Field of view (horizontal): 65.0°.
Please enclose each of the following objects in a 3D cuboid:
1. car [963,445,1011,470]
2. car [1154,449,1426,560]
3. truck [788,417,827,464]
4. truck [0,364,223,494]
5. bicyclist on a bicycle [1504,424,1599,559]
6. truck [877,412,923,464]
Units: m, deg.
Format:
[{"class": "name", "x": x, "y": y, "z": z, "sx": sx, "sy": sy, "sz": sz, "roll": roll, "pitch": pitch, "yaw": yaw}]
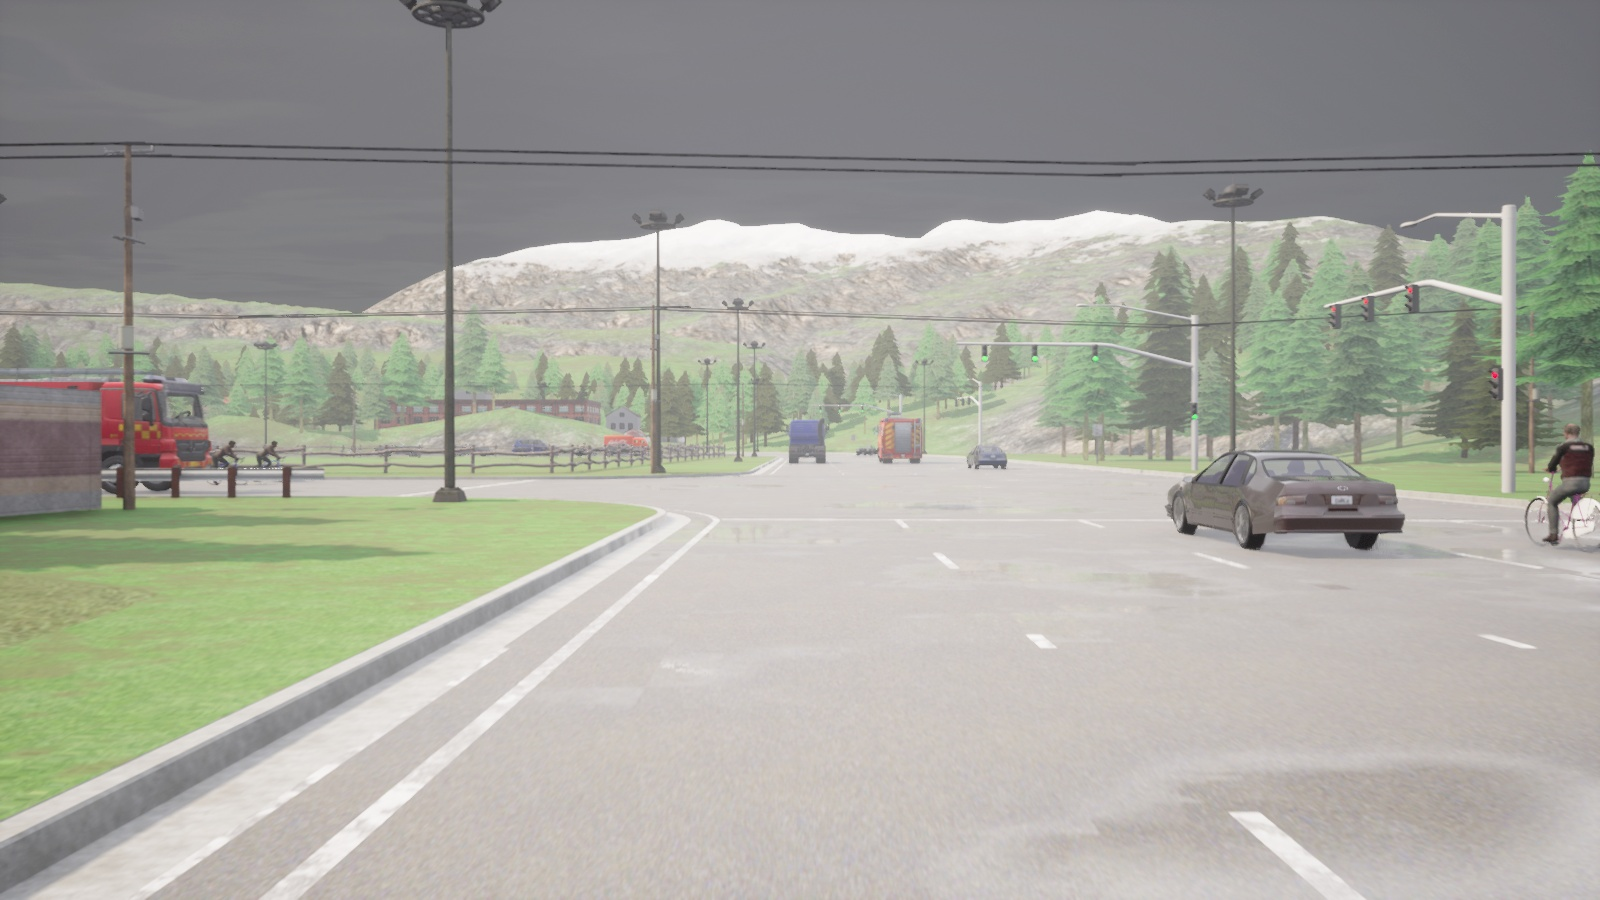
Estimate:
[{"class": "car", "x": 10.937, "y": 0.440, "z": 73.694, "sx": 2.033, "sy": 1.411, "sz": 5.357, "roll": 0, "pitch": 0, "yaw": 0}, {"class": "car", "x": 7.121, "y": 0.706, "z": 18.999, "sx": 2.033, "sy": 1.411, "sz": 5.357, "roll": 0, "pitch": 0, "yaw": 0}, {"class": "truck", "x": 0.565, "y": -0.710, "z": 96.449, "sx": 2.891, "sy": 3.462, "sz": 7.936, "roll": 0, "pitch": 0, "yaw": 0}, {"class": "truck", "x": -22.590, "y": -0.626, "z": 38.460, "sx": 8.468, "sy": 3.827, "sz": 2.891, "roll": 0, "pitch": 0, "yaw": -1}, {"class": "bicyclist on a bicycle", "x": 10.614, "y": 0.540, "z": 17.428, "sx": 0.659, "sy": 1.776, "sz": 1.843, "roll": 0, "pitch": 0, "yaw": 0}, {"class": "truck", "x": 7.563, "y": -0.886, "z": 96.214, "sx": 2.891, "sy": 3.827, "sz": 8.468, "roll": 0, "pitch": 0, "yaw": 0}]
